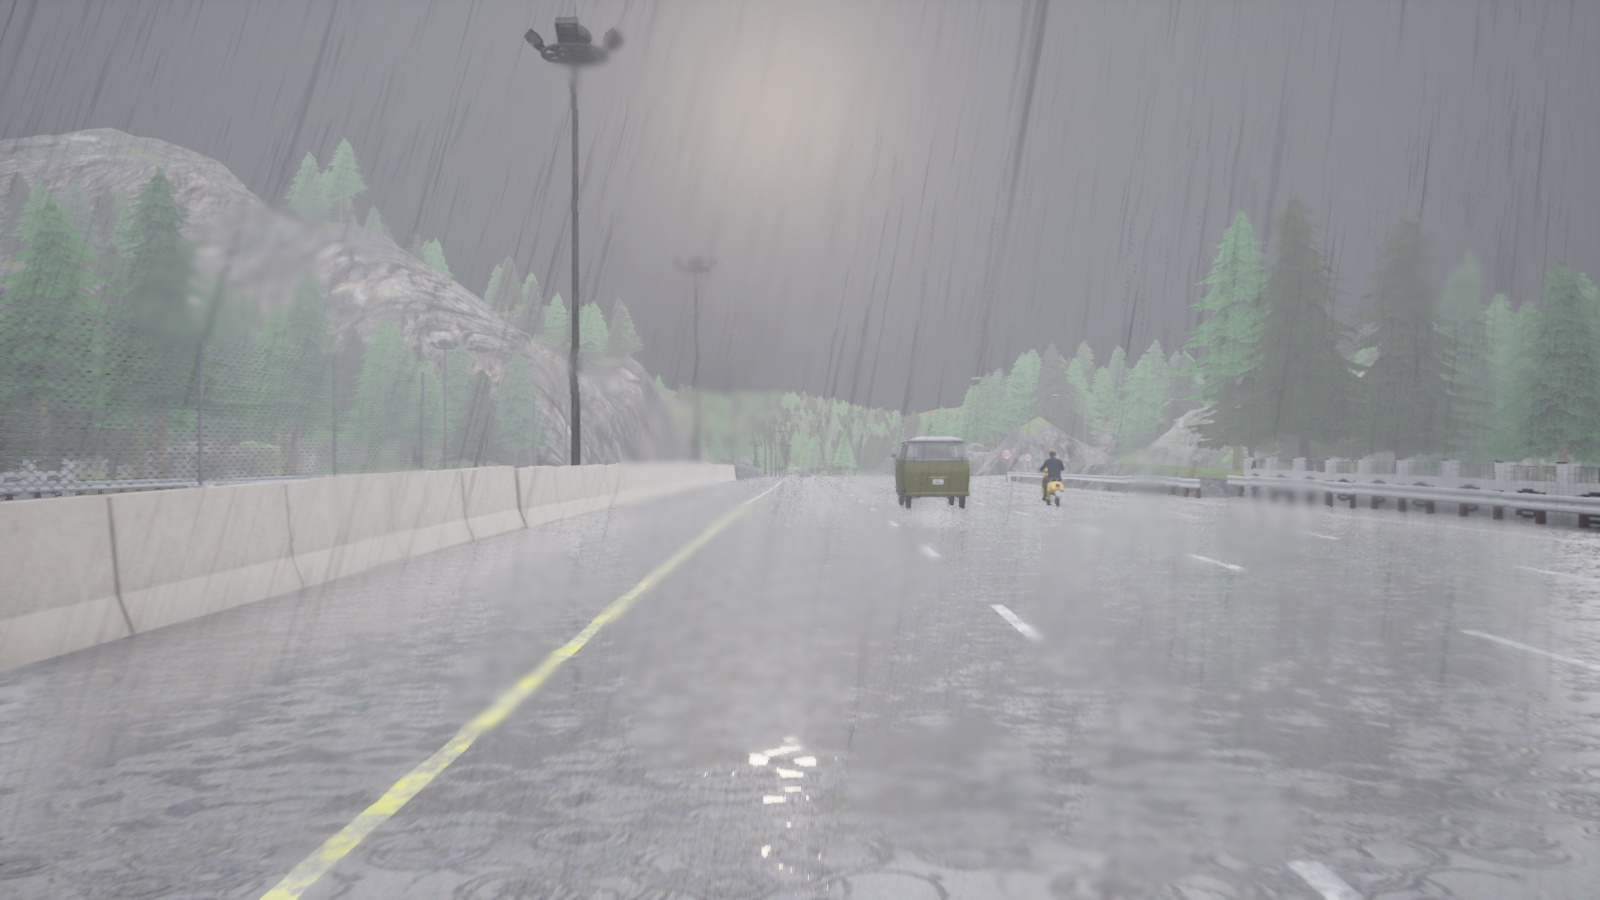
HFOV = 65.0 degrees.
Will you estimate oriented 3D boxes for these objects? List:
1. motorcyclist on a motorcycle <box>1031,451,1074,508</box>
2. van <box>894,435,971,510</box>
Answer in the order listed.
[{"bbox_3d":[7.220,0.833,35.992,0.866,1.590,1.817,0,-1,0],"label":"motorcyclist on a motorcycle"},{"bbox_3d":[3.719,0.628,35.888,1.775,1.987,4.442,0,-1,0],"label":"van"}]
